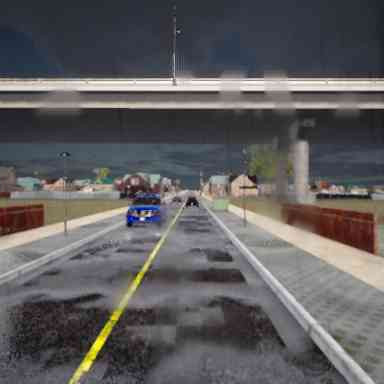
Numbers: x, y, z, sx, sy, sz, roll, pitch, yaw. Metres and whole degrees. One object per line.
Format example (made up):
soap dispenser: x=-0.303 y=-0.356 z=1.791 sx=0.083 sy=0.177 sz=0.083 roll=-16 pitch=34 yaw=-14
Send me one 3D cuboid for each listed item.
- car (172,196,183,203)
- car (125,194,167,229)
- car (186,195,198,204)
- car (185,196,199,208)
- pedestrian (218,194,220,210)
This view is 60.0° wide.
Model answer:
car: x=-2.765 y=1.394 z=64.167 sx=2.033 sy=1.411 sz=5.357 roll=0 pitch=0 yaw=0
car: x=-2.850 y=1.181 z=21.894 sx=2.150 sy=2.045 sz=5.566 roll=0 pitch=0 yaw=0
car: x=-0.003 y=1.400 z=63.228 sx=2.033 sy=1.411 sz=5.357 roll=0 pitch=0 yaw=0
car: x=0.037 y=1.423 z=46.983 sx=1.812 sy=1.442 sz=4.674 roll=0 pitch=0 yaw=1
pedestrian: x=3.008 y=1.065 z=36.949 sx=0.375 sy=1.860 sz=0.375 roll=1 pitch=-1 yaw=0
